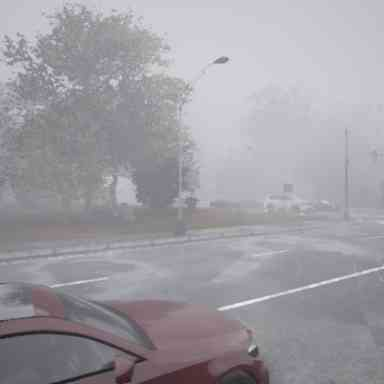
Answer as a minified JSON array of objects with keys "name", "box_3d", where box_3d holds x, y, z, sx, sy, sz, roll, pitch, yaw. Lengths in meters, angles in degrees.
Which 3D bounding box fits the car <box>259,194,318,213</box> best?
[{"name":"car","box_3d":[10.575,1.232,36.880,2.150,2.045,5.566,0,0,-38]}]

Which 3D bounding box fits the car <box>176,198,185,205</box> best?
[{"name":"car","box_3d":[-3.626,1.533,55.265,1.812,1.442,4.674,0,0,-37]}]

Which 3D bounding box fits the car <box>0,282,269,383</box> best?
[{"name":"car","box_3d":[-1.433,1.526,2.669,4.674,1.442,1.812,0,0,-36]}]

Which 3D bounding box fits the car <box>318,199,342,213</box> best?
[{"name":"car","box_3d":[14.469,1.534,37.547,1.812,1.442,4.674,0,0,-38]}]

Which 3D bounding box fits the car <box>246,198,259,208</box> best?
[{"name":"car","box_3d":[8.607,1.555,45.152,2.033,1.411,5.357,0,0,-37]}]

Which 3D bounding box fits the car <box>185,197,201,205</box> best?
[{"name":"car","box_3d":[-0.348,1.569,56.742,1.994,1.385,4.181,0,0,-38]}]

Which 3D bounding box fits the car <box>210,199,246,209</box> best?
[{"name":"car","box_3d":[4.573,1.610,44.640,1.895,1.301,4.718,0,0,-38]}]
